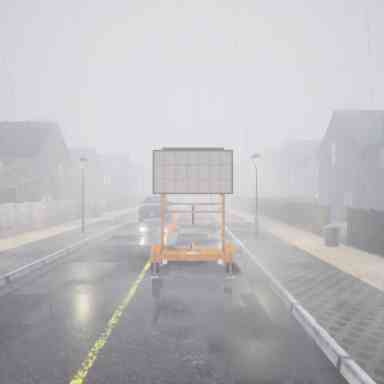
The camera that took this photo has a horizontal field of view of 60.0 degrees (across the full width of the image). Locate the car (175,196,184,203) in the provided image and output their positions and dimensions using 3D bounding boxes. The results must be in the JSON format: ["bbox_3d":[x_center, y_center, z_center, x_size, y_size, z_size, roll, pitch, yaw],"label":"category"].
[{"bbox_3d":[-2.611,1.577,63.318,2.097,1.767,4.553,0,0,0],"label":"car"}]

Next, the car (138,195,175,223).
[{"bbox_3d":[-2.794,1.250,26.116,2.150,2.045,5.566,0,0,0],"label":"car"}]

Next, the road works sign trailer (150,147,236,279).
[{"bbox_3d":[0.027,0.466,10.071,2.380,3.560,2.880,0,0,1],"label":"road works sign trailer"}]
